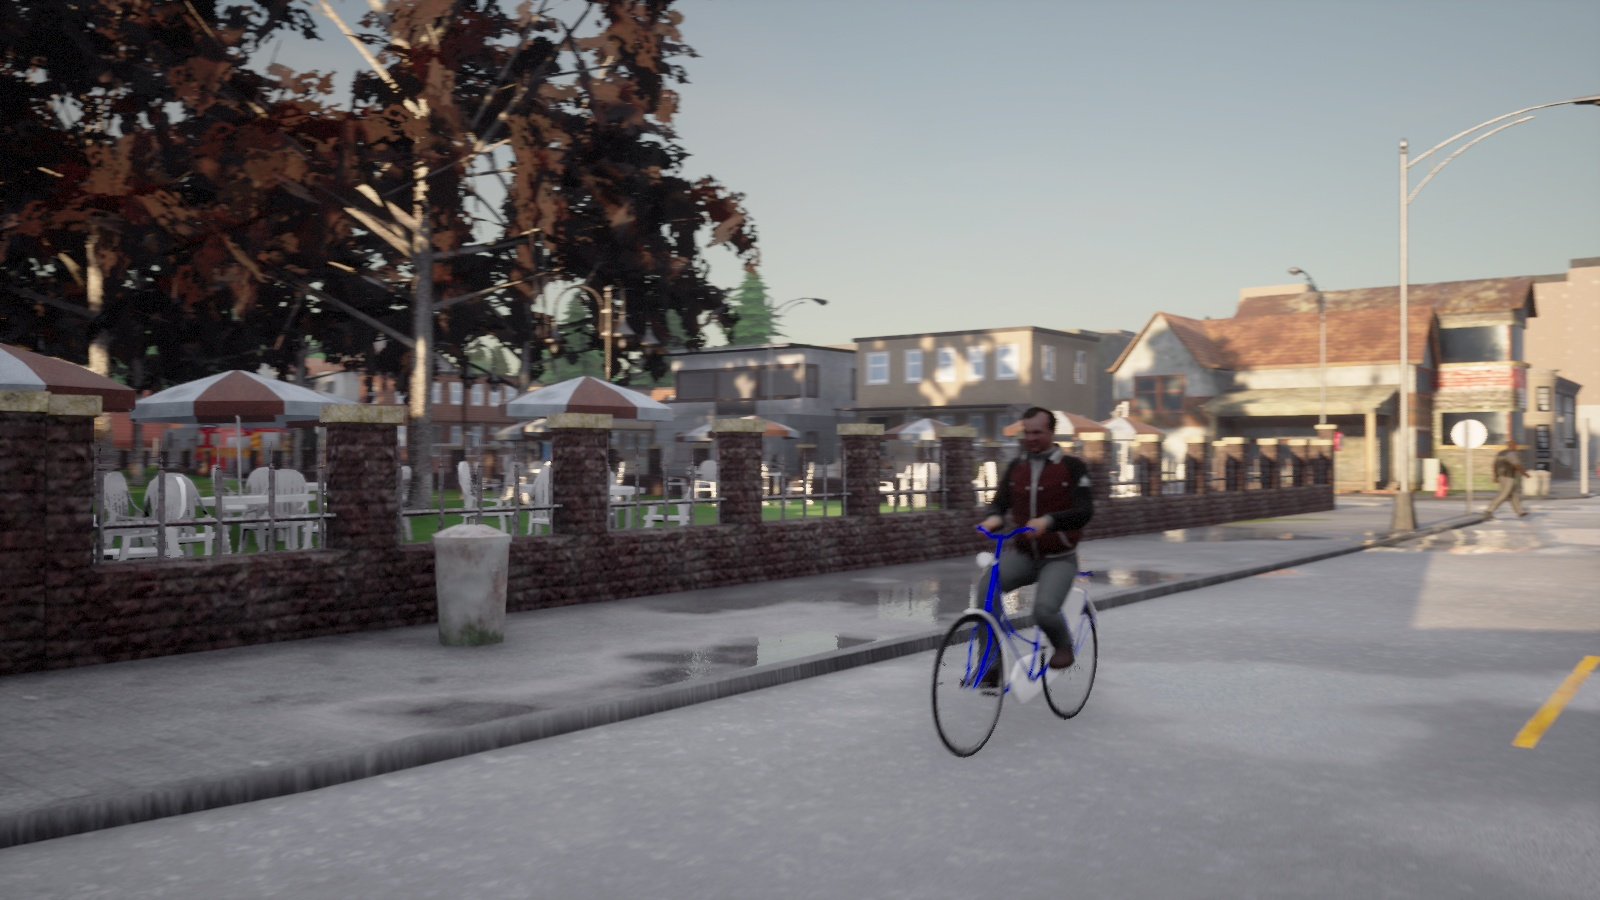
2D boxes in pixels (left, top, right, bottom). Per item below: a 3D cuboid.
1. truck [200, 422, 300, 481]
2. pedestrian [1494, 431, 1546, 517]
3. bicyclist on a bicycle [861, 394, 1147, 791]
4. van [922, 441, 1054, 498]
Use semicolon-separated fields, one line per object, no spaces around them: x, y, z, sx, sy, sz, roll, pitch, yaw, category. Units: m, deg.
-37.204;0.124;84.835;8.468;3.827;2.891;0;0;42;truck
15.965;0.533;27.856;0.849;1.883;0.563;0;0;9;pedestrian
1.120;0.642;6.544;0.659;1.776;1.843;0;-1;38;bicyclist on a bicycle
6.810;0.691;45.739;4.442;1.987;1.775;-1;0;37;van
